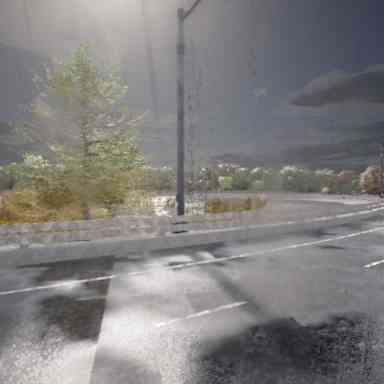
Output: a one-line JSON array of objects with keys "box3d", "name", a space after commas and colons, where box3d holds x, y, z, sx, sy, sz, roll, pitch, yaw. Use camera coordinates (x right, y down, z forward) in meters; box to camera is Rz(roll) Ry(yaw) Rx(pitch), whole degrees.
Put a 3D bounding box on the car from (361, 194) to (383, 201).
[{"box3d": [42.522, 1.530, 78.433, 2.033, 1.411, 5.357, 0, 0, 7], "name": "car"}]
